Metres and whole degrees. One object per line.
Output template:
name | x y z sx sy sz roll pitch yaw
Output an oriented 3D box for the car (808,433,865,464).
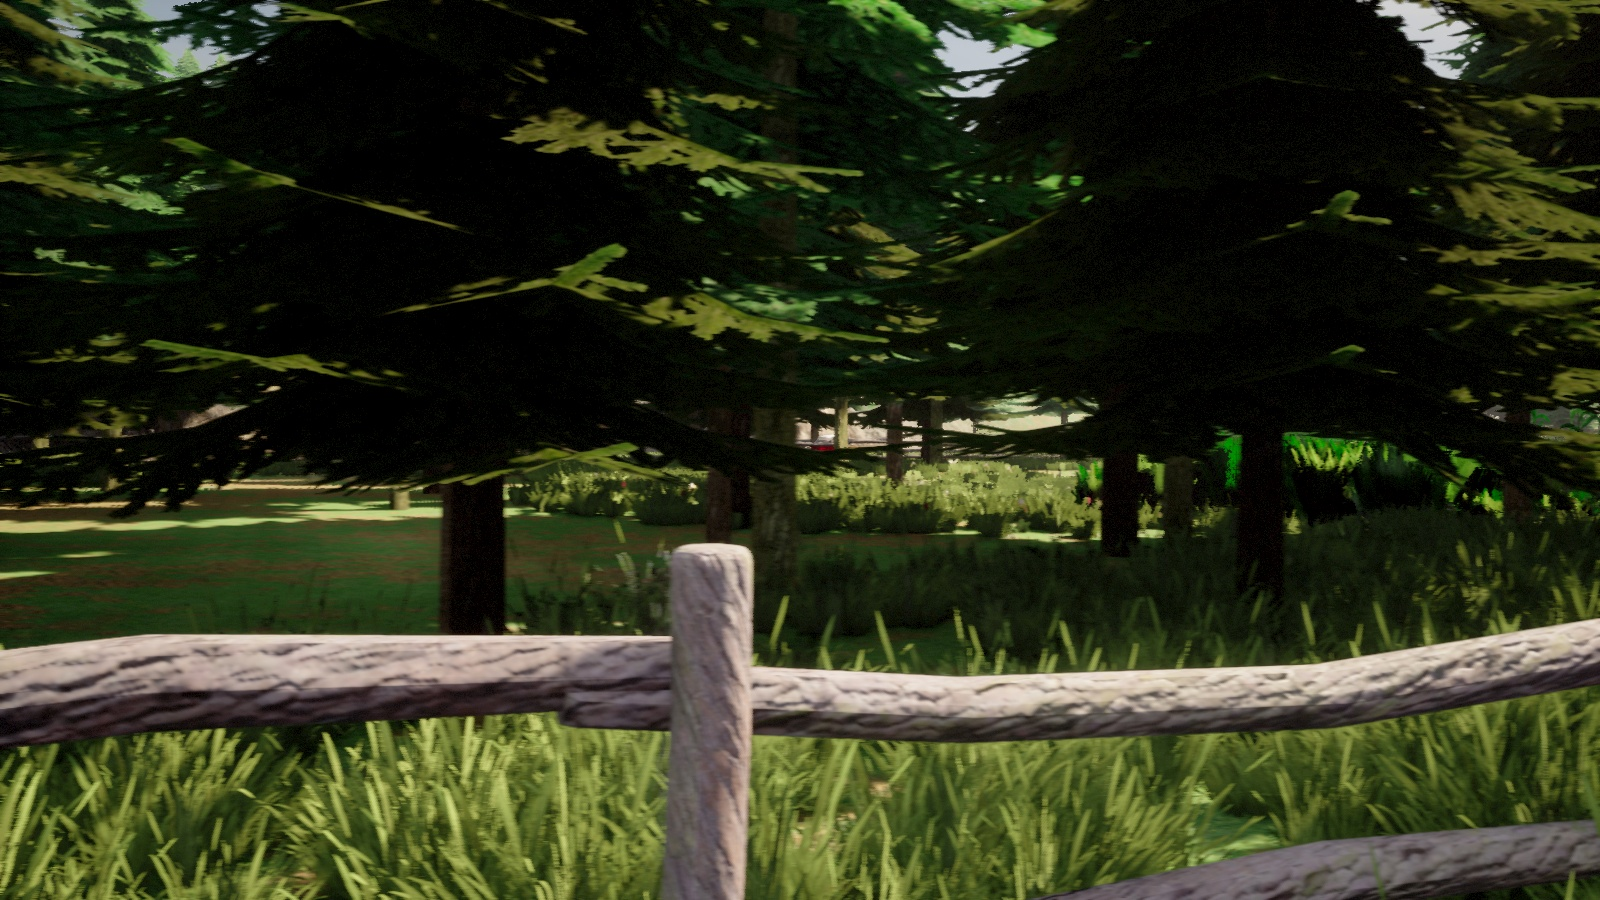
car | 1.693 -0.091 58.590 2.207 1.376 1.481 -2 1 -29
